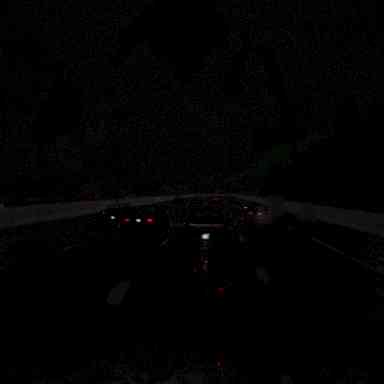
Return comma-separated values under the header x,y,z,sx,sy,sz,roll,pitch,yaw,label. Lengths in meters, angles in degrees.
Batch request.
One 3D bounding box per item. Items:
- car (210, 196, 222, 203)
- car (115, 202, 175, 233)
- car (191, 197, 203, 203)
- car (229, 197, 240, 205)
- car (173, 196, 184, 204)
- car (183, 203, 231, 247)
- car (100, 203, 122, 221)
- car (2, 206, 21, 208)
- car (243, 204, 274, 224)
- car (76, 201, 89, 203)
x,y,z,sx,sy,sz,roll,pitch,yaw,label
4.487,1.534,62.398,2.128,1.511,4.902,1,0,5,car
-2.540,1.522,19.588,2.033,1.411,5.357,1,0,5,car
0.983,1.572,62.513,1.994,1.385,4.181,1,0,5,car
7.976,1.641,62.134,1.994,1.385,4.181,1,0,5,car
-2.536,1.499,62.405,1.812,1.442,4.674,1,0,5,car
0.686,1.498,15.125,2.128,1.511,4.902,0,0,4,car
-5.484,1.546,25.987,1.895,1.301,4.718,1,0,5,car
-15.968,1.193,28.646,2.097,1.767,4.553,1,0,5,car
5.023,1.613,25.529,1.994,1.385,4.181,1,0,5,car
-20.122,0.968,63.245,2.150,2.045,5.566,1,0,5,car
